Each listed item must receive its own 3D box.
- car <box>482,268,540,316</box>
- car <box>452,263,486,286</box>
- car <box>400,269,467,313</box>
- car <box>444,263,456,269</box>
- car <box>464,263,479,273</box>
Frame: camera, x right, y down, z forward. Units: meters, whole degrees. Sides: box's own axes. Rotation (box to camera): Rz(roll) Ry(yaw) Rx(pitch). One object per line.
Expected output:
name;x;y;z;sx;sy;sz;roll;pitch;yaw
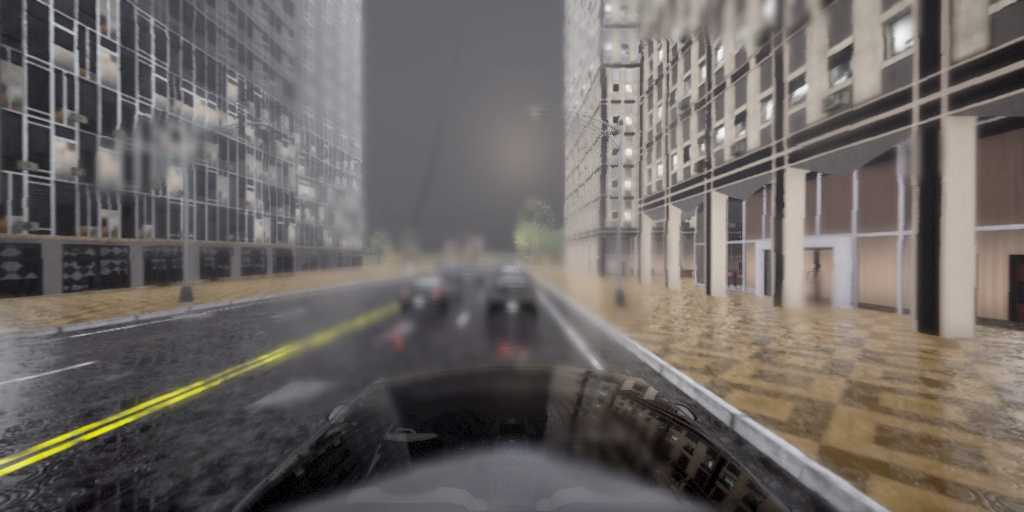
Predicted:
car;0.043;1.406;14.122;1.837;1.490;4.892;0;0;1
car;-3.212;1.569;29.084;2.128;1.511;4.902;0;-1;1
car;-3.202;1.433;14.760;1.812;1.442;4.674;0;0;0
car;-9.824;1.890;58.429;1.882;1.535;5.008;0;-1;0
car;-6.577;1.917;58.469;1.837;1.490;4.892;0;-1;0
